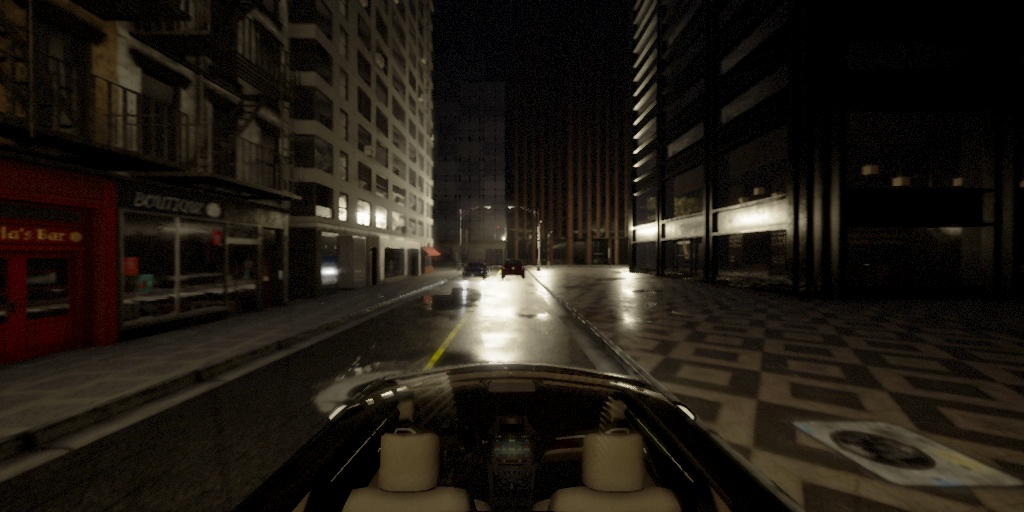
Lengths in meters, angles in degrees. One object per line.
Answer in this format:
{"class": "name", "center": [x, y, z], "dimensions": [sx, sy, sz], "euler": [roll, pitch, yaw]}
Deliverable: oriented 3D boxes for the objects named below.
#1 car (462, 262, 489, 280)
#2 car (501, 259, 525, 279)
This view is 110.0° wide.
{"class": "car", "center": [-3.085, 1.242, 30.587], "dimensions": [1.812, 1.442, 4.674], "euler": [0, 0, 0]}
{"class": "car", "center": [0.109, 1.066, 32.686], "dimensions": [2.097, 1.767, 4.553], "euler": [0, 0, 0]}
